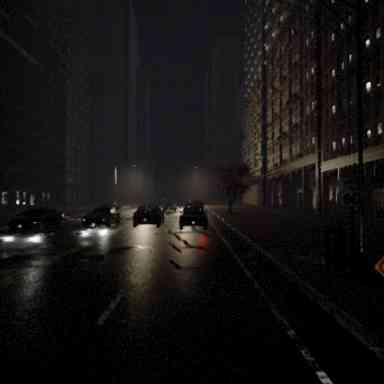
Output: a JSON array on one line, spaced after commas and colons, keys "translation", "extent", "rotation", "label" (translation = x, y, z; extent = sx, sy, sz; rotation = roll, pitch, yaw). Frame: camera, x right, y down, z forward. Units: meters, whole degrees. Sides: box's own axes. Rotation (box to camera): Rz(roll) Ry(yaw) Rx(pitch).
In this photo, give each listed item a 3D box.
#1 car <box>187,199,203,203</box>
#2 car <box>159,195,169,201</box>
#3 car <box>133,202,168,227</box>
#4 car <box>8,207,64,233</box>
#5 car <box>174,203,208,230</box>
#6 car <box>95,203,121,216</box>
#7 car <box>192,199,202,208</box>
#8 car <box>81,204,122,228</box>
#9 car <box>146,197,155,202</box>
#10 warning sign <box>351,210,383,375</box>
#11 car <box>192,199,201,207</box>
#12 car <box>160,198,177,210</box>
[{"translation": [0.060, 1.924, 42.395], "extent": [1.882, 1.535, 5.008], "rotation": [0, 0, 0], "label": "car"}, {"translation": [-6.525, 1.673, 78.986], "extent": [2.150, 2.045, 5.566], "rotation": [0, -1, 0], "label": "car"}, {"translation": [-3.157, 1.741, 24.895], "extent": [1.882, 1.535, 5.008], "rotation": [0, -1, 0], "label": "car"}, {"translation": [-9.853, 1.732, 21.448], "extent": [1.837, 1.490, 4.892], "rotation": [0, -1, 0], "label": "car"}, {"translation": [0.094, 1.737, 23.297], "extent": [2.128, 1.511, 4.902], "rotation": [0, -1, 0], "label": "car"}, {"translation": [-9.763, 2.022, 39.169], "extent": [1.895, 1.301, 4.718], "rotation": [0, -1, 0], "label": "car"}, {"translation": [0.955, 2.152, 63.975], "extent": [1.882, 1.535, 5.008], "rotation": [0, -1, 0], "label": "car"}, {"translation": [-6.602, 1.811, 24.941], "extent": [2.033, 1.411, 5.357], "rotation": [0, -1, 0], "label": "car"}, {"translation": [-9.775, 1.948, 79.012], "extent": [1.837, 1.490, 4.892], "rotation": [0, -1, 0], "label": "car"}, {"translation": [2.833, 1.159, 3.993], "extent": [1.300, 1.860, 1.060], "rotation": [-1, -2, 0], "label": "warning sign"}, {"translation": [0.953, 2.263, 69.974], "extent": [1.812, 1.442, 4.674], "rotation": [0, -1, 0], "label": "car"}, {"translation": [-3.174, 2.038, 48.558], "extent": [1.812, 1.442, 4.674], "rotation": [0, -1, 0], "label": "car"}]
